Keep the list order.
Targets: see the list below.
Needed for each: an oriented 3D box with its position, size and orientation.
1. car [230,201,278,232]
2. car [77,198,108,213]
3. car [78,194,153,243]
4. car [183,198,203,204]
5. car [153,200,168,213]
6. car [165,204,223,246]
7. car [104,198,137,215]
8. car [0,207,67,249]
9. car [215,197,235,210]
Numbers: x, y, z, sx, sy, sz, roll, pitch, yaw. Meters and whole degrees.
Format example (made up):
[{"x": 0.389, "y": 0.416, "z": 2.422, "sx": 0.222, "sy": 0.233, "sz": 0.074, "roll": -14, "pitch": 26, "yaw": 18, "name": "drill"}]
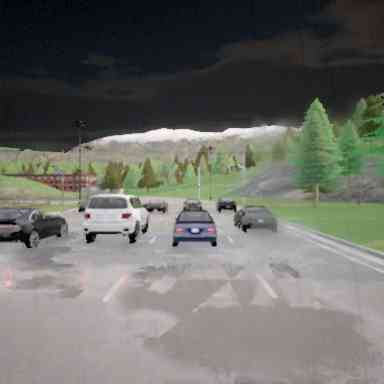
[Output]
[{"x": 3.595, "y": 1.454, "z": 19.360, "sx": 1.994, "sy": 1.385, "sz": 4.181, "roll": 0, "pitch": 0, "yaw": 0, "name": "car"}, {"x": -10.431, "y": 1.361, "z": 35.051, "sx": 1.994, "sy": 1.385, "sz": 4.181, "roll": 0, "pitch": 0, "yaw": 0, "name": "car"}, {"x": -3.409, "y": 1.126, "z": 15.839, "sx": 2.150, "sy": 2.045, "sz": 5.566, "roll": 0, "pitch": 0, "yaw": 0, "name": "car"}, {"x": 0.074, "y": 1.339, "z": 32.642, "sx": 1.812, "sy": 1.442, "sz": 4.674, "roll": 0, "pitch": 0, "yaw": 1, "name": "car"}, {"x": -3.425, "y": 1.410, "z": 33.406, "sx": 1.895, "sy": 1.301, "sz": 4.718, "roll": 0, "pitch": 0, "yaw": 0, "name": "car"}, {"x": 0.099, "y": 1.461, "z": 14.856, "sx": 2.033, "sy": 1.411, "sz": 5.357, "roll": 0, "pitch": 0, "yaw": 0, "name": "car"}, {"x": -6.922, "y": 1.359, "z": 32.817, "sx": 2.033, "sy": 1.411, "sz": 5.357, "roll": 0, "pitch": 0, "yaw": 0, "name": "car"}, {"x": -6.903, "y": 1.410, "z": 14.051, "sx": 2.128, "sy": 1.511, "sz": 4.902, "roll": 0, "pitch": 0, "yaw": 0, "name": "car"}, {"x": 3.566, "y": 1.277, "z": 35.150, "sx": 1.882, "sy": 1.535, "sz": 5.008, "roll": 0, "pitch": 0, "yaw": 0, "name": "car"}]
